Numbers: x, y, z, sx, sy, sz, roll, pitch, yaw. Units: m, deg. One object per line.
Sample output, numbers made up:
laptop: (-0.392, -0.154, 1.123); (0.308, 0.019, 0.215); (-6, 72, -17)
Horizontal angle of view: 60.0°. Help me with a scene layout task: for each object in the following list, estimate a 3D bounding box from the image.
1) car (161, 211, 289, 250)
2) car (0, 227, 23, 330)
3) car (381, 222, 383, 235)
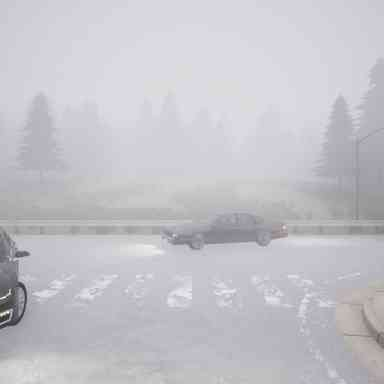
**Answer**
car: (1.460, 1.547, 14.211); (5.357, 1.411, 2.033); (0, 0, -20)
car: (-4.457, 1.505, 6.571); (1.837, 1.490, 4.892); (0, 0, -28)
car: (11.239, 1.492, 15.089); (4.902, 1.511, 2.128); (0, 0, 0)
